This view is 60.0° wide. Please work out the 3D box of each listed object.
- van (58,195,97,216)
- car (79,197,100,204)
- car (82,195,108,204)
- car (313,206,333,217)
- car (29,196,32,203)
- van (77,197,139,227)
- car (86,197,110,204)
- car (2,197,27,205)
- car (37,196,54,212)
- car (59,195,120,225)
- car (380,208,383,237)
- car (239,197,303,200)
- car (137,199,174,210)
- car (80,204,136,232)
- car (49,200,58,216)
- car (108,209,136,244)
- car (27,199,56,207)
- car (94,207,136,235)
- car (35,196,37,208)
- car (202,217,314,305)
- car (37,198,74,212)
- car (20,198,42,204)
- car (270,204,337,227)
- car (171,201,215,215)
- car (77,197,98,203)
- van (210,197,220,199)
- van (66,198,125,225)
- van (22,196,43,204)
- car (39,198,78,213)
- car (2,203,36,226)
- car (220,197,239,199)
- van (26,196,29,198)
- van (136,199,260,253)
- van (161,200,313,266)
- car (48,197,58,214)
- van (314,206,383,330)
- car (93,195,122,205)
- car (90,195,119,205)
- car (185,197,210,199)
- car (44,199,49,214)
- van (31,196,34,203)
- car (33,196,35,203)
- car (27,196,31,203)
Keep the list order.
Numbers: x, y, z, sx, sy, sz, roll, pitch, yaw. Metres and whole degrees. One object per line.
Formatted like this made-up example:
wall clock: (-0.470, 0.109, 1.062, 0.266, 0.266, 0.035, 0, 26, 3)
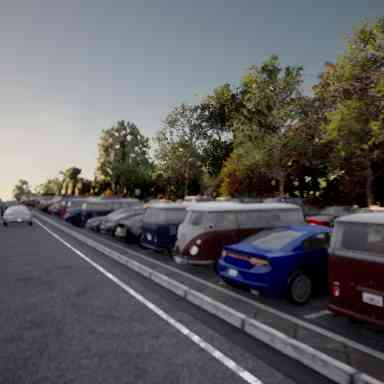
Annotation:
van: (-9.450, 1.562, 30.247, 4.442, 1.987, 1.878, 0, 0, -30)
car: (-26.208, 2.152, 85.422, 4.792, 1.488, 2.163, 0, 0, -30)
car: (-23.436, 1.823, 80.595, 5.566, 2.045, 2.435, 0, 0, -30)
car: (9.810, 1.686, 22.676, 4.792, 1.488, 2.163, 0, 0, -30)
car: (-23.510, 1.950, 54.497, 5.008, 1.535, 2.097, 0, 0, -30)
van: (-5.264, 1.513, 22.955, 4.442, 1.987, 1.878, 0, 0, -30)
car: (-22.028, 2.054, 78.188, 5.008, 1.535, 2.097, 0, 0, -30)
car: (-20.376, 1.740, 37.827, 2.097, 1.767, 4.553, 0, 0, -30)
car: (-15.158, 1.601, 39.900, 5.566, 2.045, 2.435, 0, 0, -30)
car: (-6.784, 1.504, 25.312, 5.566, 2.045, 2.435, 0, 0, -30)
car: (12.593, 1.590, 17.876, 5.008, 1.535, 2.097, 0, -1, -30)
car: (7.042, 1.452, 27.498, 5.566, 2.045, 2.435, 0, 0, -30)
car: (-5.364, 1.855, 49.181, 4.892, 1.521, 2.231, 0, 0, -30)
car: (-3.961, 1.717, 20.464, 4.892, 1.521, 2.231, 0, 0, -30)
car: (-10.951, 1.805, 32.617, 4.892, 1.521, 2.231, 0, 0, -30)
car: (-1.148, 1.695, 15.609, 4.792, 1.488, 2.163, 0, -1, -30)
car: (-29.062, 2.045, 64.239, 4.792, 1.488, 2.163, 0, 0, -30)
car: (-2.573, 1.733, 18.029, 4.674, 1.452, 2.002, 0, 0, -30)
car: (-16.554, 1.618, 42.331, 5.566, 2.045, 2.435, 0, 0, -30)
car: (3.010, 1.562, 8.297, 5.008, 1.535, 2.097, 0, -1, -30)
car: (-19.347, 1.776, 47.192, 4.553, 1.767, 2.185, 0, 0, -30)
car: (-41.650, 2.216, 86.100, 4.892, 1.521, 2.231, 0, 0, -30)
car: (8.475, 1.710, 25.118, 4.792, 1.488, 2.163, 0, 0, -30)
car: (0.134, 1.819, 39.533, 4.792, 1.488, 2.163, 0, 0, -30)
car: (-27.574, 2.148, 87.849, 5.008, 1.535, 2.097, 0, 0, -30)
van: (4.404, 1.515, 32.386, 4.442, 1.987, 1.878, 0, 0, -30)
van: (-8.054, 1.545, 27.816, 4.442, 1.987, 1.878, 0, 0, -30)
van: (-40.151, 1.964, 83.731, 4.442, 1.987, 1.878, 0, 0, -30)
car: (-17.951, 1.760, 44.760, 4.553, 1.767, 2.185, 0, 0, -30)
car: (-13.628, 1.820, 26.047, 1.812, 1.442, 4.674, 0, -1, -30)
car: (5.709, 1.473, 29.935, 5.566, 2.045, 2.435, 0, 0, -30)
van: (-27.794, 1.774, 61.736, 4.442, 1.987, 1.878, 0, 0, -30)
van: (0.322, 1.407, 13.224, 4.442, 1.987, 1.878, 0, -1, -30)
van: (1.514, 1.374, 10.679, 4.442, 1.987, 1.878, 0, -1, -30)
car: (-12.315, 1.695, 35.067, 4.553, 1.767, 2.185, 0, 0, -30)
van: (4.509, 1.298, 5.930, 4.442, 1.987, 1.878, 0, -1, -30)
car: (-17.952, 1.749, 71.040, 5.566, 2.045, 2.435, 0, 0, -30)
car: (-19.278, 1.764, 73.348, 5.566, 2.045, 2.435, 0, 0, -30)
car: (1.564, 1.522, 37.156, 5.566, 2.045, 2.435, 0, 0, -30)
car: (-13.739, 1.877, 37.480, 4.674, 1.452, 2.002, 0, 0, -30)
van: (-22.212, 1.708, 52.012, 4.442, 1.987, 1.878, 0, 0, -30)
car: (-20.688, 1.792, 49.654, 4.553, 1.767, 2.185, 0, 0, -30)
car: (-26.322, 2.012, 59.348, 4.792, 1.488, 2.163, 0, 0, -30)
